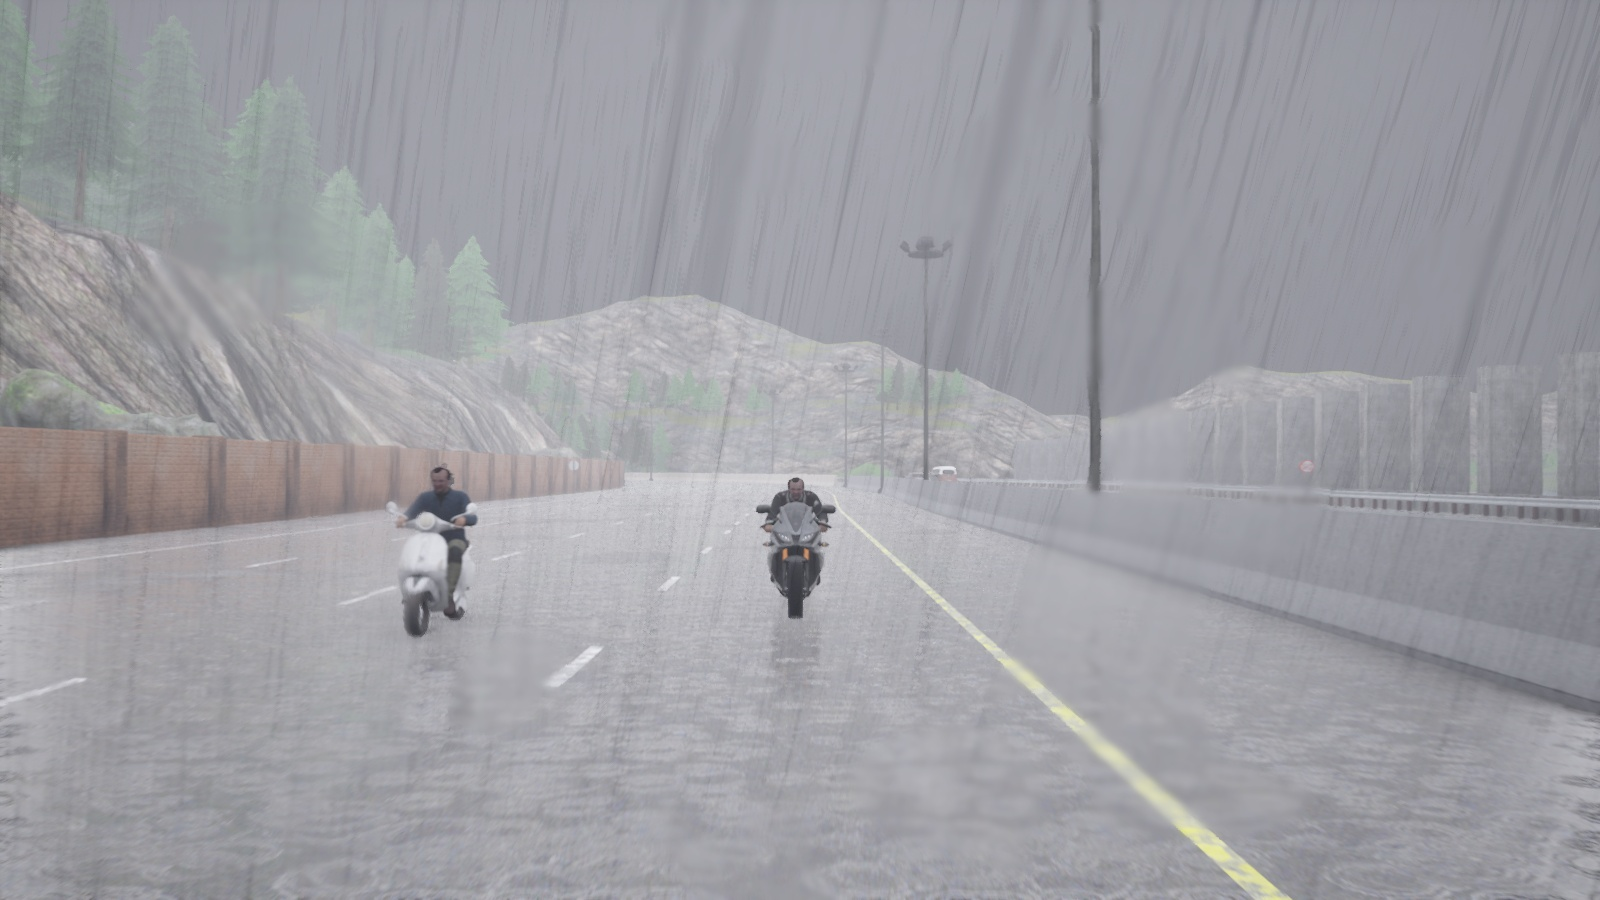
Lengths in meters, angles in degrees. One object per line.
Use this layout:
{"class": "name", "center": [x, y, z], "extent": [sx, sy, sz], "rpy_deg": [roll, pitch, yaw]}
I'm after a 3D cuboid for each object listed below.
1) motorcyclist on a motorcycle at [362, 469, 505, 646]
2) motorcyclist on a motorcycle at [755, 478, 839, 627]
{"class": "motorcyclist on a motorcycle", "center": [-3.533, 0.987, 12.273], "extent": [0.866, 1.590, 1.817], "rpy_deg": [0, -1, 0]}
{"class": "motorcyclist on a motorcycle", "center": [-0.038, 1.086, 14.110], "extent": [0.866, 1.530, 2.191], "rpy_deg": [0, -1, 0]}
